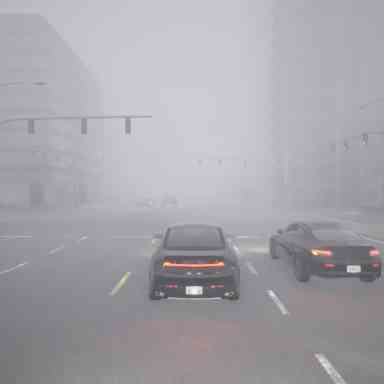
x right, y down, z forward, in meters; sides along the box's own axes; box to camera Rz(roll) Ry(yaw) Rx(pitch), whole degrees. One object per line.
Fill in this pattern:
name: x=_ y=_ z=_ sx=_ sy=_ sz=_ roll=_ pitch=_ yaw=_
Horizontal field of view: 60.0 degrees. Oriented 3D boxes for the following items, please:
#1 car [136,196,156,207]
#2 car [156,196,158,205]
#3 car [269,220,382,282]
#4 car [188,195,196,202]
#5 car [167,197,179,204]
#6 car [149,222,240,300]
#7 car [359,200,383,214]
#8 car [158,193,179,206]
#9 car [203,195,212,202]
car: x=-7.101 y=1.546 z=50.103 sx=2.033 sy=1.411 sz=5.357 roll=0 pitch=0 yaw=0
car: x=-7.073 y=1.476 z=59.926 sx=1.882 sy=1.535 sz=5.008 roll=0 pitch=0 yaw=0
car: x=3.563 y=1.526 z=9.601 sx=1.812 sy=1.442 sz=4.674 roll=0 pitch=0 yaw=0
car: x=-0.004 y=1.362 z=73.853 sx=2.128 sy=1.511 sz=4.902 roll=0 pitch=0 yaw=0
car: x=-3.553 y=1.600 z=63.317 sx=1.895 sy=1.301 sz=4.718 roll=0 pitch=0 yaw=1
car: x=0.057 y=1.505 z=8.345 sx=1.837 sy=1.490 sz=4.892 roll=0 pitch=0 yaw=0
car: x=20.844 y=1.547 z=35.464 sx=5.357 sy=1.411 sz=2.033 roll=0 pitch=0 yaw=1
car: x=-3.606 y=1.220 z=53.344 sx=2.150 sy=2.045 sz=5.566 roll=0 pitch=0 yaw=1
car: x=3.500 y=1.499 z=74.698 sx=1.837 sy=1.490 sz=4.892 roll=0 pitch=0 yaw=0
